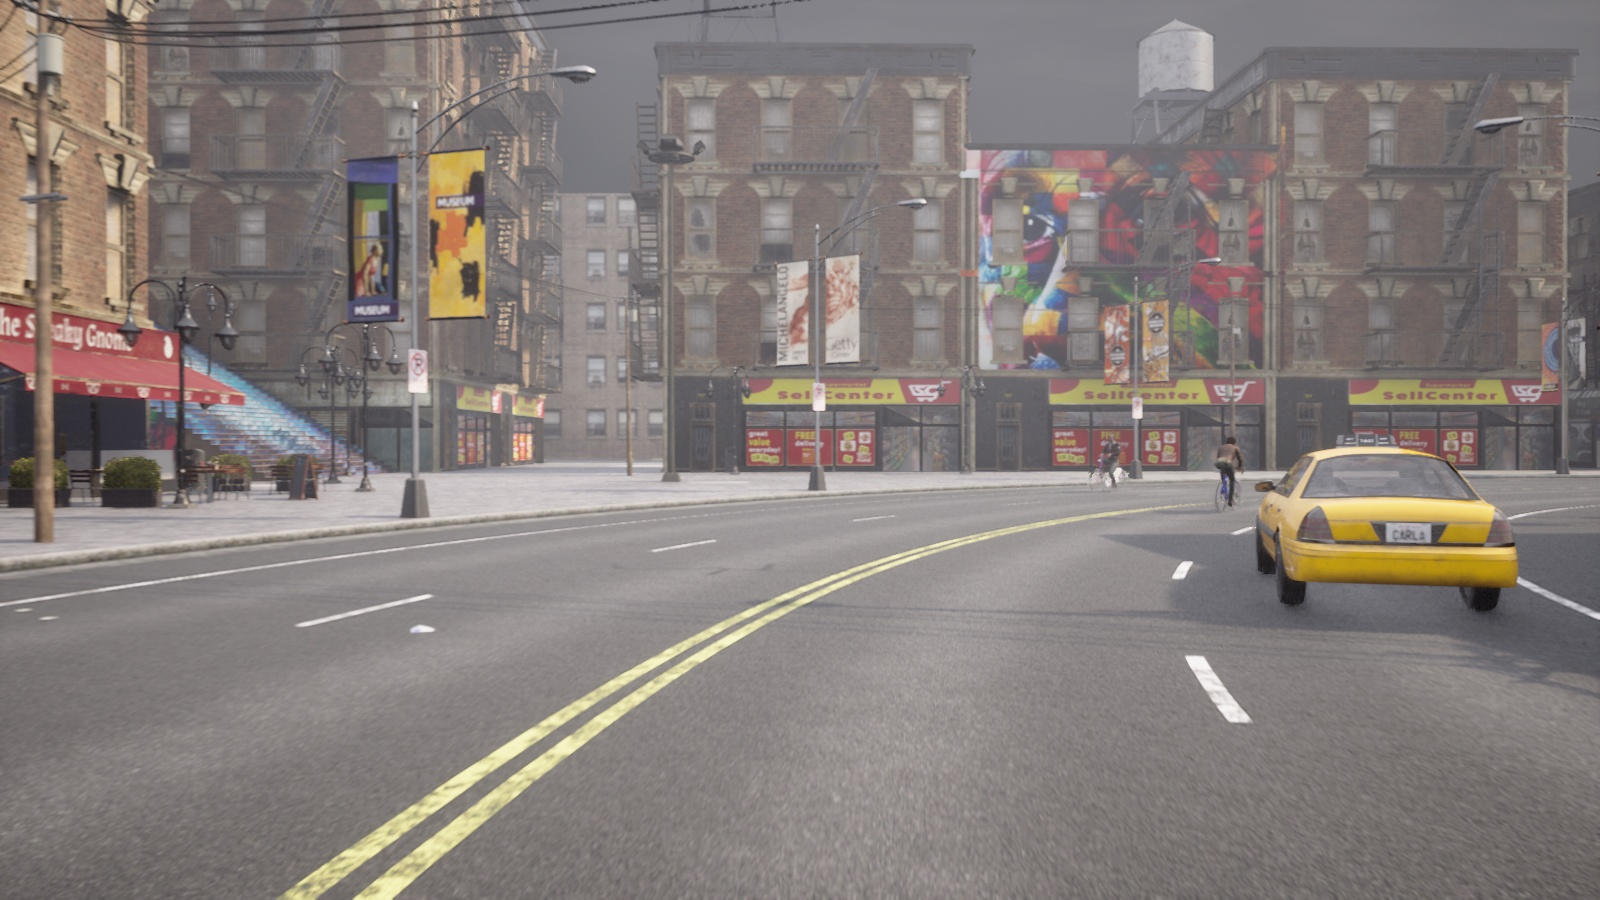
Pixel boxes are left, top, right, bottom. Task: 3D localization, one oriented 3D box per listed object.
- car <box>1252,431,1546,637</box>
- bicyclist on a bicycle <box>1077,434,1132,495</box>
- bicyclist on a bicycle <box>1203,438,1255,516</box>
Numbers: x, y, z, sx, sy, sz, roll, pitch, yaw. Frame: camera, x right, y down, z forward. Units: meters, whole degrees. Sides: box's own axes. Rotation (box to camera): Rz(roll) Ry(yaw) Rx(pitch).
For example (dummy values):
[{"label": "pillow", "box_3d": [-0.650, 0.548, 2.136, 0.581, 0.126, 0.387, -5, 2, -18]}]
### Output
[{"label": "car", "box_3d": [5.593, 0.623, 12.424, 1.801, 1.575, 5.366, 0, 0, 16]}, {"label": "bicyclist on a bicycle", "box_3d": [9.031, 0.420, 37.229, 1.843, 1.776, 0.659, 0, 1, -42]}, {"label": "bicyclist on a bicycle", "box_3d": [9.222, 0.561, 26.972, 0.582, 1.620, 1.656, 1, 0, 36]}]
